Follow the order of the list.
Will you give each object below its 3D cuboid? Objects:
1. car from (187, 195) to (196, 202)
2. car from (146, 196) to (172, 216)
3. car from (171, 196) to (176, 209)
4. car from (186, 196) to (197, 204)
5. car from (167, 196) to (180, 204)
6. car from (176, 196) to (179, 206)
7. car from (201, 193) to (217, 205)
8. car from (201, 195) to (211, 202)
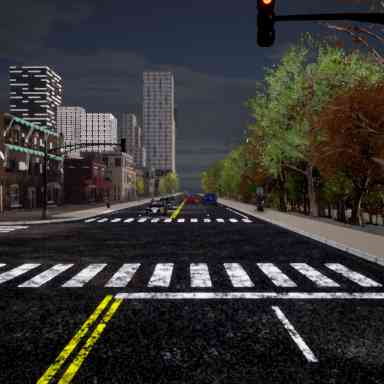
[{"bbox_3d":[-0.173,1.510,74.482,2.033,1.411,5.357,0,0,0],"label":"car"},{"bbox_3d":[-3.422,1.481,32.992,2.128,1.511,4.902,0,0,0],"label":"car"},{"bbox_3d":[-3.440,1.490,43.041,1.837,1.490,4.892,0,0,0],"label":"car"},{"bbox_3d":[-0.044,1.540,60.865,1.994,1.385,4.181,0,0,0],"label":"car"},{"bbox_3d":[-3.443,1.468,63.572,2.128,1.511,4.902,0,0,1],"label":"car"},{"bbox_3d":[-3.456,1.486,53.181,1.837,1.490,4.892,0,0,0],"label":"car"},{"bbox_3d":[3.210,1.202,59.262,2.150,2.045,5.566,0,0,0],"label":"car"},{"bbox_3d":[3.072,1.448,74.417,1.882,1.535,5.008,0,0,0],"label":"car"}]
